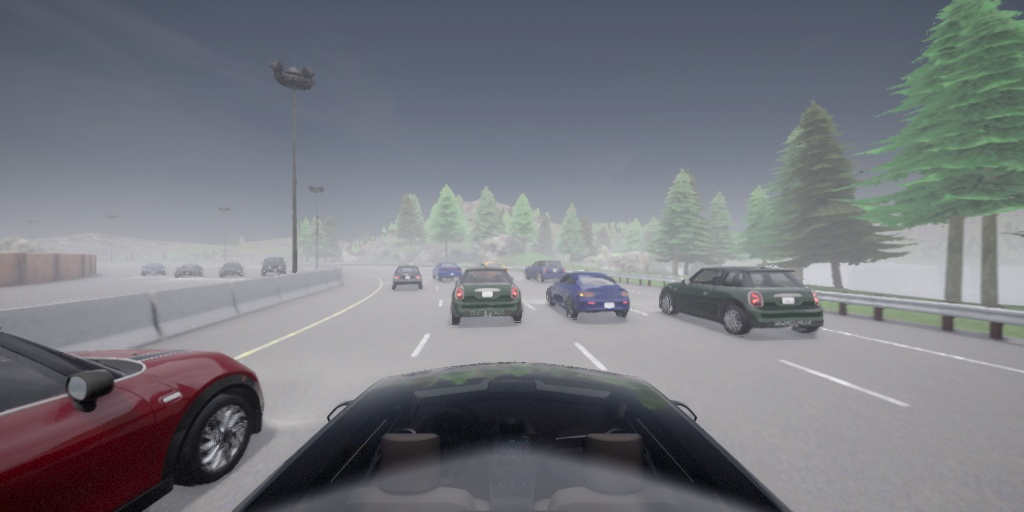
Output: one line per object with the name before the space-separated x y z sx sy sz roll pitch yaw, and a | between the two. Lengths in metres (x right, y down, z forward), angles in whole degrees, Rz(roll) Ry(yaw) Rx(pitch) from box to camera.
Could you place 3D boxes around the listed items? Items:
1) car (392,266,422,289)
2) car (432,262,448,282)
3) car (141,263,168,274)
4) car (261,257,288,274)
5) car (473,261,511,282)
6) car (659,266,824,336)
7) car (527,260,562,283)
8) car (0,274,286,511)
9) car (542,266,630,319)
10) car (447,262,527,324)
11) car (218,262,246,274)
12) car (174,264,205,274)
car | -6.955 1.341 23.841 2.033 1.411 5.357 0 0 -17
car | -5.541 1.267 30.241 1.882 1.535 5.008 0 0 -21
car | -39.858 1.488 40.004 1.812 1.442 4.674 0 0 -42
car | -25.942 1.117 39.164 2.150 2.045 5.566 0 0 -34
car | -1.790 1.248 30.139 1.882 1.535 5.008 0 0 -19
car | 6.290 1.075 10.566 2.097 1.767 4.553 0 0 -6
car | 2.505 1.101 28.257 2.097 1.767 4.553 0 0 -18
car | -3.631 1.120 1.835 2.097 1.767 4.553 0 0 0
car | 2.538 1.268 12.688 1.812 1.442 4.674 0 0 -7
car | -0.954 1.111 12.303 2.097 1.767 4.553 0 0 -7
car | -28.308 1.409 36.358 1.837 1.490 4.892 0 0 -33
car | -32.262 1.487 35.988 1.994 1.385 4.181 0 0 -36
